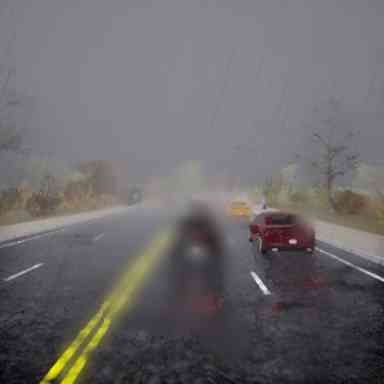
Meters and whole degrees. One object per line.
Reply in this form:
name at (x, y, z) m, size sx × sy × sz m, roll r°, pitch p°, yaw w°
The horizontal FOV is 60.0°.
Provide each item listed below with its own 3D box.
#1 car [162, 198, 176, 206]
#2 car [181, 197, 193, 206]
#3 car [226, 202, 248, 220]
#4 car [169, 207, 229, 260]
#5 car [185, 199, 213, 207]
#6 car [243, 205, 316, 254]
car at (-3.951, 1.677, 58.542) m, size 1.994 × 1.385 × 4.181 m, roll 0°, pitch 0°, yaw 5°
car at (-0.724, 1.602, 58.148) m, size 2.128 × 1.511 × 4.902 m, roll 0°, pitch 0°, yaw 5°
car at (3.989, 1.552, 28.607) m, size 1.882 × 1.535 × 5.008 m, roll 0°, pitch 0°, yaw 3°
car at (0.205, 1.546, 12.614) m, size 1.837 × 1.490 × 4.892 m, roll 0°, pitch 0°, yaw 2°
car at (0.680, 1.580, 27.580) m, size 1.837 × 1.490 × 4.892 m, roll 0°, pitch 0°, yaw 3°
car at (3.492, 1.521, 13.714) m, size 1.882 × 1.535 × 5.008 m, roll 0°, pitch 0°, yaw 2°
